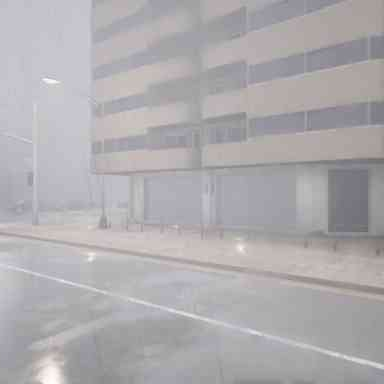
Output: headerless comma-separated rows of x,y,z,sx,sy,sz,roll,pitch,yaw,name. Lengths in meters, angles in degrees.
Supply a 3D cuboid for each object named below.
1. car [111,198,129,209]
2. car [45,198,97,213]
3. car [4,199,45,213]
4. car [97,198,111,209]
-8.122,1.511,45.634,1.882,1.535,5.008,0,0,37,car
-13.750,1.538,38.045,1.837,1.490,4.892,0,0,37,car
-18.463,1.542,37.566,1.837,1.490,4.892,0,0,37,car
-12.948,1.542,45.003,1.837,1.490,4.892,0,0,37,car
